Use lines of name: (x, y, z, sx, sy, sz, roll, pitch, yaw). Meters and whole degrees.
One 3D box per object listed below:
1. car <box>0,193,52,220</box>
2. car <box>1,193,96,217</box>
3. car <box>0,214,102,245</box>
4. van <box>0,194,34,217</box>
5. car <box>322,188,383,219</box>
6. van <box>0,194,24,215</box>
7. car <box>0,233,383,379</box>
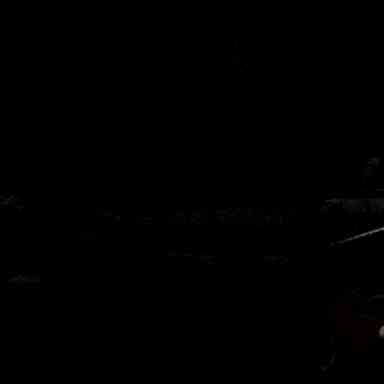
car: (-14.877, 1.146, 27.860, 2.435, 2.045, 5.566, 0, 0, 26)
car: (-8.723, 1.127, 21.508, 2.435, 2.045, 5.566, -1, 0, 26)
car: (-3.895, 1.514, 8.749, 5.357, 1.411, 2.033, -1, 1, 28)
van: (-16.871, 1.178, 30.129, 1.878, 1.987, 4.442, -1, 0, 26)
car: (11.828, 0.801, 22.698, 5.566, 2.045, 2.435, -1, 0, 28)
van: (-18.918, 1.184, 32.265, 1.878, 1.987, 4.442, -1, 0, 26)
car: (-0.150, 1.503, 4.955, 5.357, 1.411, 2.033, -1, 1, 7)
